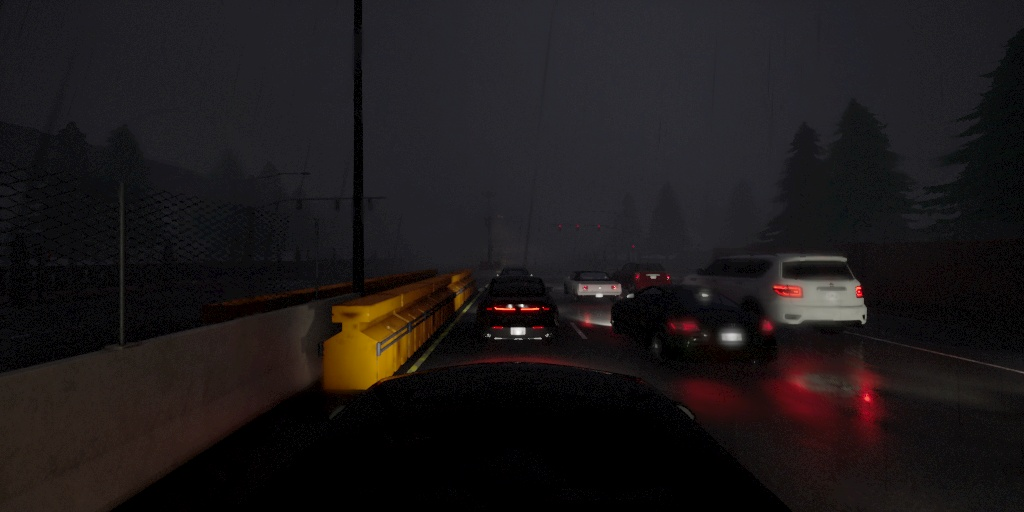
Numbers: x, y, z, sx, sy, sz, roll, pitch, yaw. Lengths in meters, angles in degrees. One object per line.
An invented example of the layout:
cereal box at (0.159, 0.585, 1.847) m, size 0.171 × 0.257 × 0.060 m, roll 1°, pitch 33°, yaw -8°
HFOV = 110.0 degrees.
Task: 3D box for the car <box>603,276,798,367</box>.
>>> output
car at (3.625, 1.314, 7.958) m, size 1.994 × 1.385 × 4.181 m, roll 0°, pitch 0°, yaw -1°

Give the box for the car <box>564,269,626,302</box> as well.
car at (3.642, 1.351, 17.139) m, size 1.895 × 1.301 × 4.718 m, roll 0°, pitch 0°, yaw 0°

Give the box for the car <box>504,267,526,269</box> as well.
car at (0.145, 1.297, 19.105) m, size 2.033 × 1.411 × 5.357 m, roll 0°, pitch 0°, yaw 0°

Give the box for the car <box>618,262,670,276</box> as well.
car at (7.150, 1.102, 20.243) m, size 2.097 × 1.767 × 4.553 m, roll 0°, pitch 0°, yaw 0°

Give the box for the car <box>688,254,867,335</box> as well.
car at (7.125, 0.971, 10.657) m, size 2.150 × 2.045 × 5.566 m, roll 0°, pitch 0°, yaw 0°

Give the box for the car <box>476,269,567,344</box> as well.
car at (0.121, 1.255, 9.587) m, size 1.837 × 1.490 × 4.892 m, roll 0°, pitch 0°, yaw 0°
